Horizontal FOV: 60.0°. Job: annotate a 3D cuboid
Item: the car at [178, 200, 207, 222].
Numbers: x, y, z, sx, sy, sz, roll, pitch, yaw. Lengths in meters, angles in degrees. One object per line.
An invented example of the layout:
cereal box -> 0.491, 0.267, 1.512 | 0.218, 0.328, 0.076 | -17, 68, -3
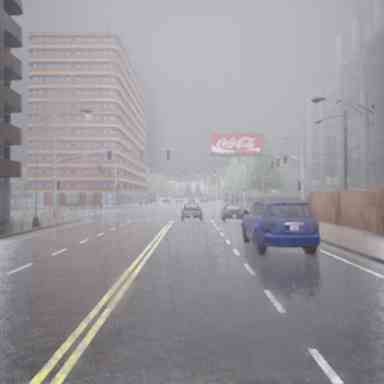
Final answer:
car -> -0.010, 1.767, 29.292 | 2.128, 1.511, 4.902 | 0, 0, 0

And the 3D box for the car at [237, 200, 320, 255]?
car -> 3.494, 1.349, 14.030 | 2.150, 2.045, 5.566 | 0, 0, 0

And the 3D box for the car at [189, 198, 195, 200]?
car -> -0.049, 2.316, 92.652 | 2.128, 1.511, 4.902 | 0, -1, 0

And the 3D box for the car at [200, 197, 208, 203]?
car -> 3.451, 2.160, 92.924 | 2.097, 1.767, 4.553 | 0, -1, 0

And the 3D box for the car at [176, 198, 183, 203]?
car -> -3.549, 2.383, 92.103 | 1.812, 1.442, 4.674 | 0, -1, 0

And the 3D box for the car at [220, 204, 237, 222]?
car -> 3.539, 1.801, 29.380 | 1.812, 1.442, 4.674 | 0, 0, 2

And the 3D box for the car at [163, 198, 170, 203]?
car -> -7.049, 2.336, 92.101 | 1.882, 1.535, 5.008 | 0, -1, 0
